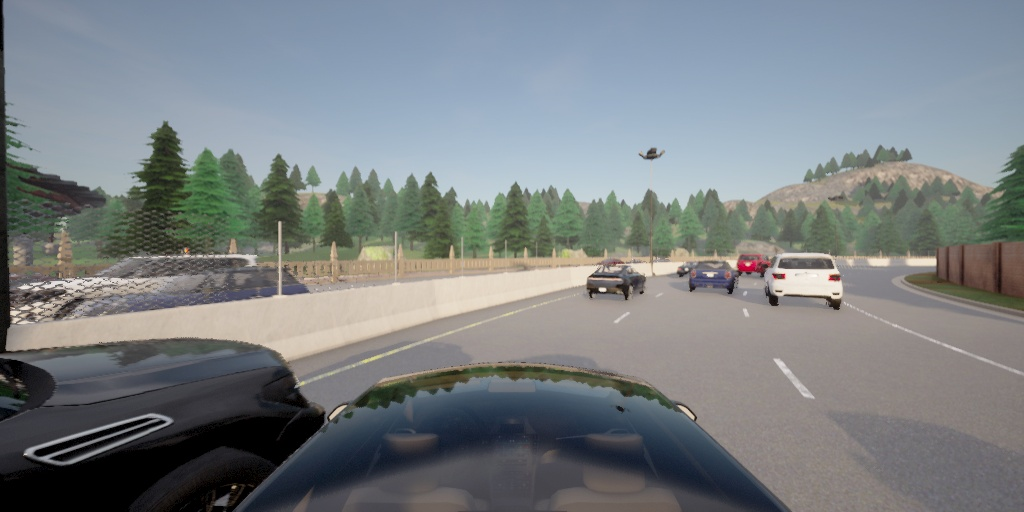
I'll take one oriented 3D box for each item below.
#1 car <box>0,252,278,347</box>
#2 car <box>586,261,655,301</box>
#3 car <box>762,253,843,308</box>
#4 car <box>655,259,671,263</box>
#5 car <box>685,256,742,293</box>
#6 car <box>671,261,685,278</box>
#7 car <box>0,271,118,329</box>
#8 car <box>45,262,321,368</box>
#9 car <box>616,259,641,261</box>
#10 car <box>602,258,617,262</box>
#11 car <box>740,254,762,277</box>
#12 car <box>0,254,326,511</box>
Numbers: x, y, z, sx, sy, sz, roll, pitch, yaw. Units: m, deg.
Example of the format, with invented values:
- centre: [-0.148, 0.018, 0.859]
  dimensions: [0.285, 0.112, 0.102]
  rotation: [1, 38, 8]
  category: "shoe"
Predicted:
- centre: [-10.522, 0.943, 10.736]
  dimensions: [2.150, 2.045, 5.566]
  rotation: [0, 0, 25]
  category: "car"
- centre: [5.087, 1.181, 17.099]
  dimensions: [2.128, 1.511, 4.902]
  rotation: [0, 0, 32]
  category: "car"
- centre: [12.076, 0.915, 15.139]
  dimensions: [2.150, 2.045, 5.566]
  rotation: [0, 0, 33]
  category: "car"
- centre: [18.113, 1.112, 43.485]
  dimensions: [4.674, 1.442, 1.812]
  rotation: [0, 0, -41]
  category: "car"
- centre: [11.565, 1.026, 20.415]
  dimensions: [2.097, 1.767, 4.553]
  rotation: [0, 0, 36]
  category: "car"
- centre: [16.320, 1.175, 31.762]
  dimensions: [2.033, 1.411, 5.357]
  rotation: [0, 0, 43]
  category: "car"
- centre: [-14.655, 1.250, 9.956]
  dimensions: [1.812, 1.442, 4.674]
  rotation: [0, 0, 24]
  category: "car"
- centre: [-7.484, 1.077, 8.836]
  dimensions: [2.097, 1.767, 4.553]
  rotation: [0, 0, 25]
  category: "car"
- centre: [15.801, 1.185, 46.113]
  dimensions: [4.181, 1.385, 1.994]
  rotation: [0, 0, -41]
  category: "car"
- centre: [13.406, 1.050, 48.666]
  dimensions: [5.008, 1.535, 1.882]
  rotation: [0, 0, -41]
  category: "car"
- centre: [22.344, 0.840, 32.855]
  dimensions: [5.566, 2.045, 2.150]
  rotation: [0, 0, -44]
  category: "car"
- centre: [-3.193, 0.978, 0.612]
  dimensions: [2.150, 2.045, 5.566]
  rotation: [0, 0, 21]
  category: "car"
